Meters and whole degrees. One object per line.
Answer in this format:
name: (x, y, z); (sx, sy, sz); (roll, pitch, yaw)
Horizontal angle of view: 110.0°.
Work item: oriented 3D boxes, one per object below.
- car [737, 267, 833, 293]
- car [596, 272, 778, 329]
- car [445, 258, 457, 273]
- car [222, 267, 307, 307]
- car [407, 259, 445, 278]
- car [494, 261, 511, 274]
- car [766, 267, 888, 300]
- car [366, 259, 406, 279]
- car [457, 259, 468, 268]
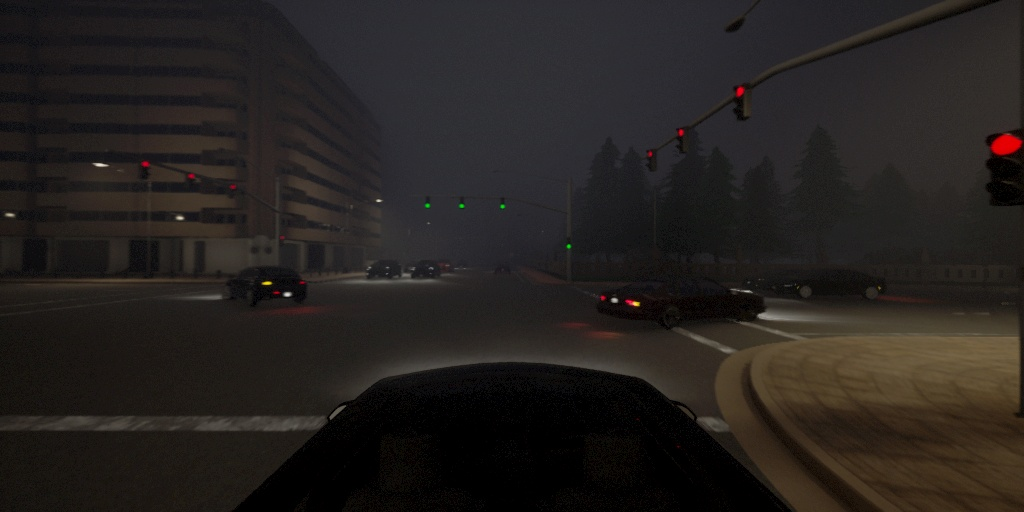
car: (16.207, 1.418, 21.447); (4.181, 1.385, 1.994); (0, 0, 2)
car: (5.254, 1.307, 11.039); (5.357, 1.411, 2.033); (0, -1, -21)
car: (-8.315, 1.154, 43.520); (2.097, 1.767, 4.553); (0, -1, -1)
car: (-10.353, 1.178, 14.999); (4.892, 1.490, 1.837); (0, -2, 38)
car: (-8.046, 1.128, 33.817); (2.097, 1.767, 4.553); (0, 0, -1)
car: (-1.115, 1.372, 43.060); (1.812, 1.442, 4.674); (0, 0, -2)
car: (15.700, 1.320, 18.021); (5.008, 1.535, 1.882); (0, 0, 2)
car: (-11.515, 1.101, 32.612); (2.097, 1.767, 4.553); (0, 0, -2)
car: (-8.798, 1.351, 63.375); (1.837, 1.490, 4.892); (0, -1, -1)
